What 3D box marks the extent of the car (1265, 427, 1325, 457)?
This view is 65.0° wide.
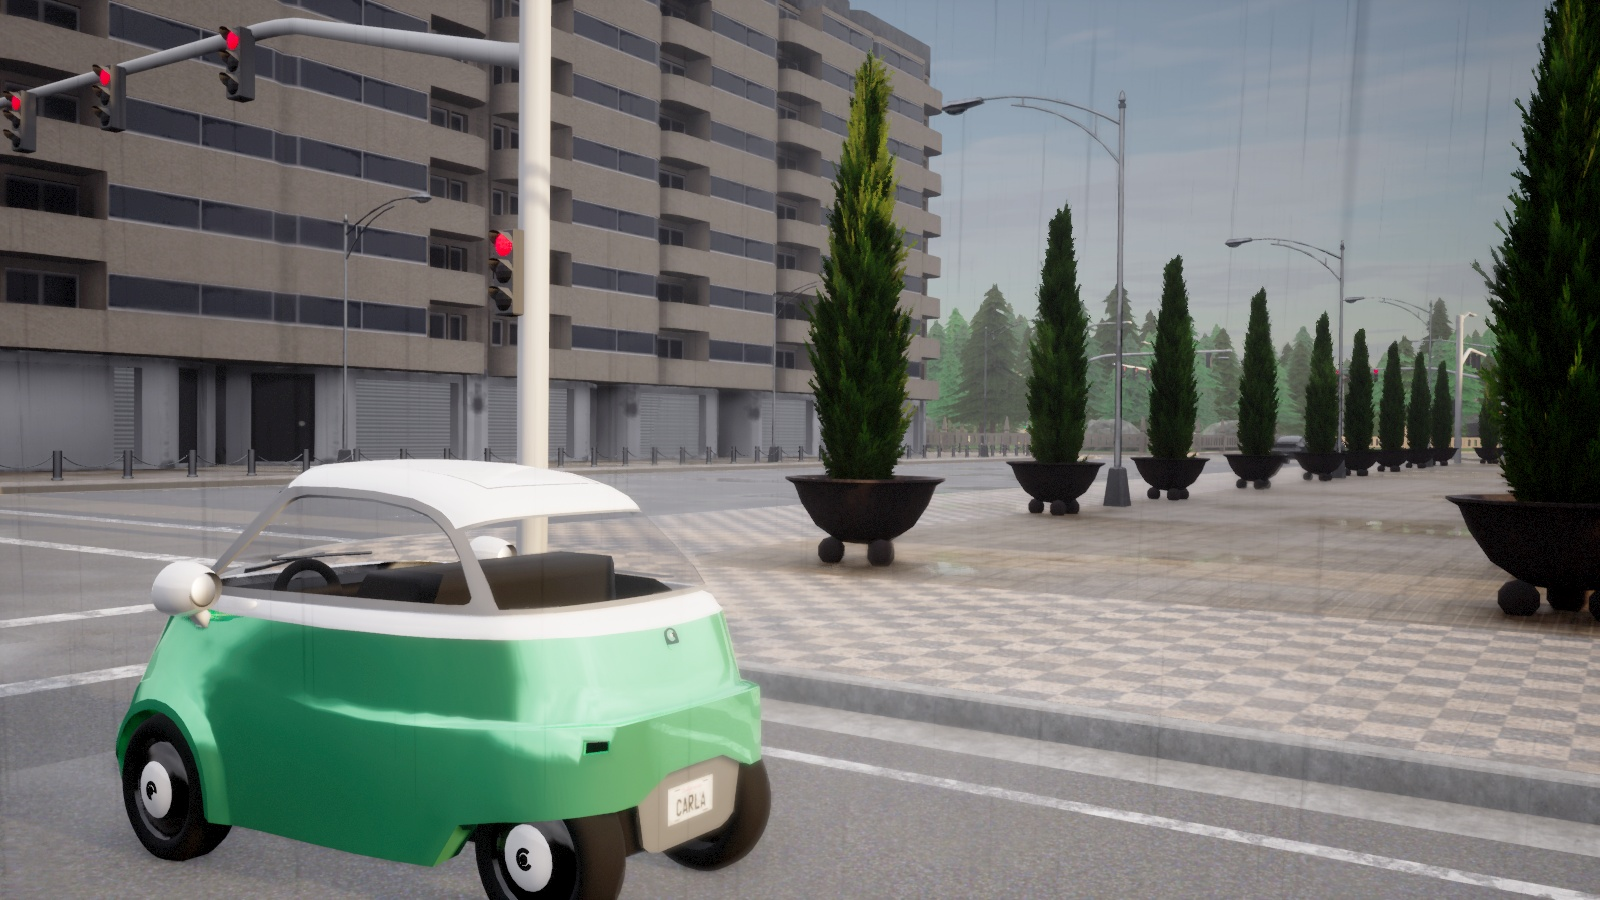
[{"bbox_3d":[25.735,-0.442,65.164,1.837,1.490,4.892,0,1,34],"label":"car"}]

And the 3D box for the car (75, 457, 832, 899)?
[{"bbox_3d":[-1.218,0.737,4.433,2.207,1.376,1.481,0,1,34],"label":"car"}]
